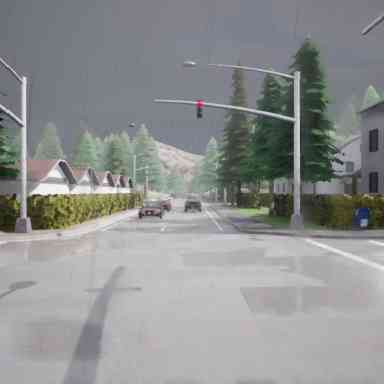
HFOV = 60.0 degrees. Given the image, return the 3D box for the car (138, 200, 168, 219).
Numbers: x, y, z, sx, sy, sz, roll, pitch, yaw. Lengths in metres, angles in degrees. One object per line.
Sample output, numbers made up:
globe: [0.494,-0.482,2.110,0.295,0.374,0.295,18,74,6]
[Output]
car: [-3.494,1.572,29.358,1.994,1.385,4.181,0,0,0]

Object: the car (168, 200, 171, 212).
car: [-3.493,1.611,39.353,1.895,1.301,4.718,0,0,0]

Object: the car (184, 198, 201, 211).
car: [0.108,1.515,40.201,1.837,1.490,4.892,0,0,0]
